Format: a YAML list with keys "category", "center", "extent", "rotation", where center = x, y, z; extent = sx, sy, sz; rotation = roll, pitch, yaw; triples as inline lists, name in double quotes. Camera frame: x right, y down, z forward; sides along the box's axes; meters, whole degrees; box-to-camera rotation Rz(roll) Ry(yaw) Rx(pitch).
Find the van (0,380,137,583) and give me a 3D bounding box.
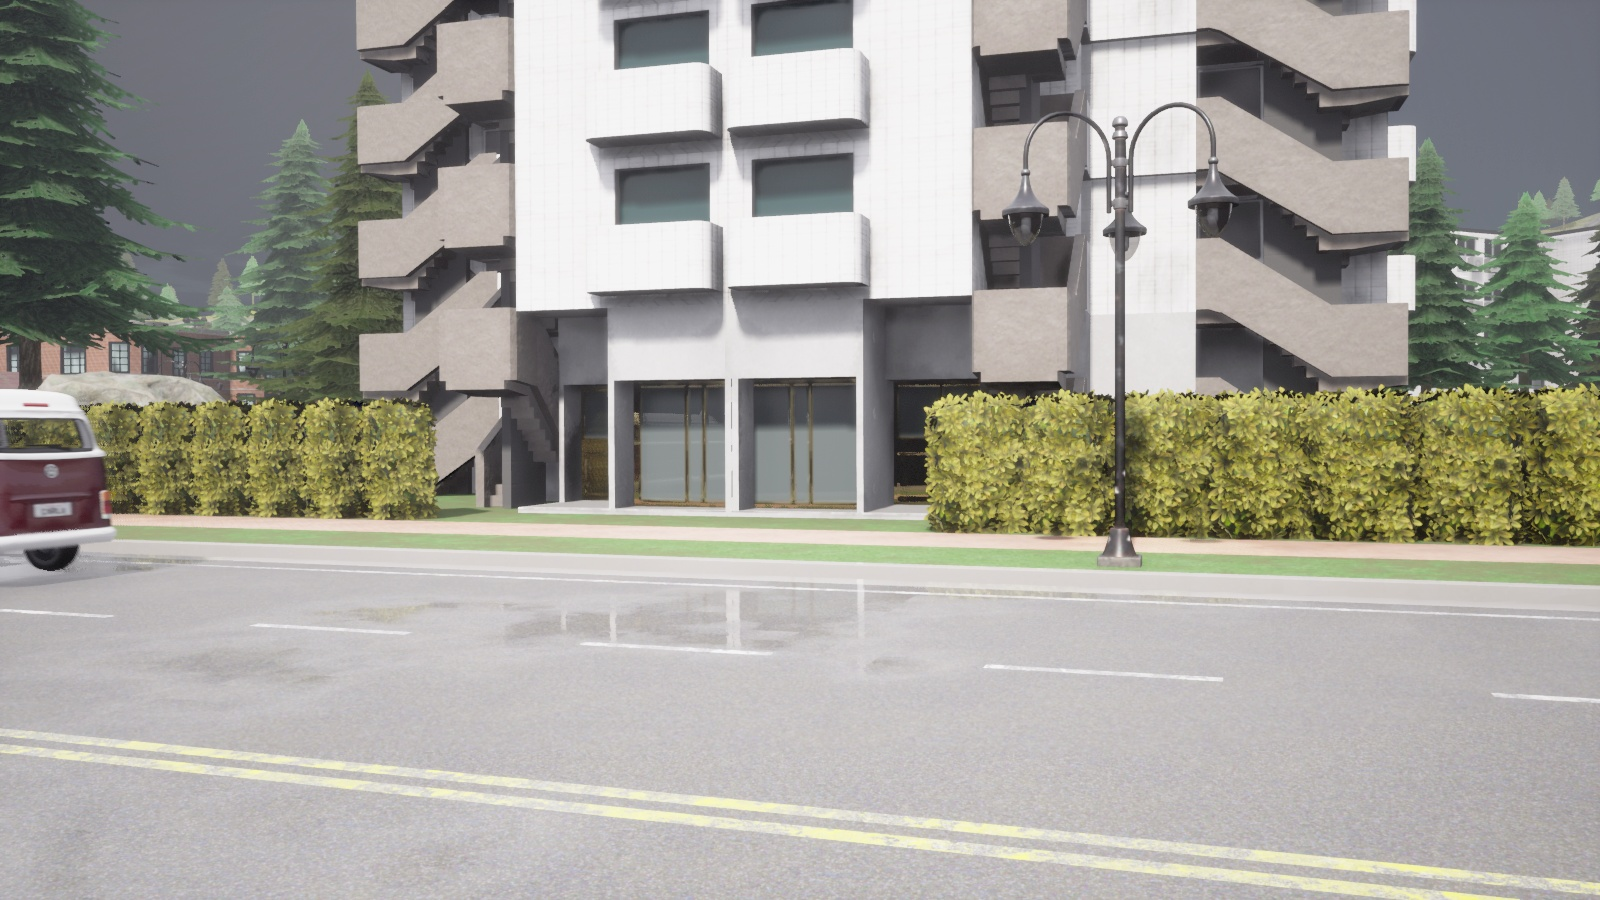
- category: "van"
  center: [-9.948, 0.290, 13.921]
  extent: [4.480, 2.038, 2.069]
  rotation: [1, 1, 19]
